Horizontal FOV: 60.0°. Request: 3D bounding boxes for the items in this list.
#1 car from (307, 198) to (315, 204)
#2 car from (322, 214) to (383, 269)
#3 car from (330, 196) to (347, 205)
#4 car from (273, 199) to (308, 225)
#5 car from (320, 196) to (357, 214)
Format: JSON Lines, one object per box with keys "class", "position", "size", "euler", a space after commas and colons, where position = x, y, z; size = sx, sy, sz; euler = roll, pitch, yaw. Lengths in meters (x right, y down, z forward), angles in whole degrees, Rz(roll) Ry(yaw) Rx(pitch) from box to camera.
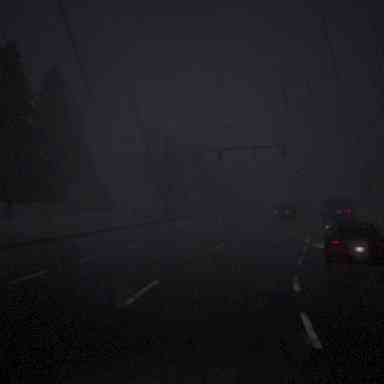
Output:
{"class": "car", "position": [31.635, 2.428, 89.946], "size": [1.882, 1.535, 5.008], "euler": [0, -1, 41]}
{"class": "car", "position": [5.732, 1.696, 11.772], "size": [1.994, 1.385, 4.181], "euler": [0, -1, 22]}
{"class": "car", "position": [38.196, 2.173, 86.753], "size": [2.150, 2.045, 5.566], "euler": [0, -1, 44]}
{"class": "car", "position": [7.900, 1.628, 26.838], "size": [2.097, 1.767, 4.553], "euler": [0, -1, 22]}
{"class": "car", "position": [11.132, 1.495, 25.496], "size": [2.150, 2.045, 5.566], "euler": [0, 0, 22]}
